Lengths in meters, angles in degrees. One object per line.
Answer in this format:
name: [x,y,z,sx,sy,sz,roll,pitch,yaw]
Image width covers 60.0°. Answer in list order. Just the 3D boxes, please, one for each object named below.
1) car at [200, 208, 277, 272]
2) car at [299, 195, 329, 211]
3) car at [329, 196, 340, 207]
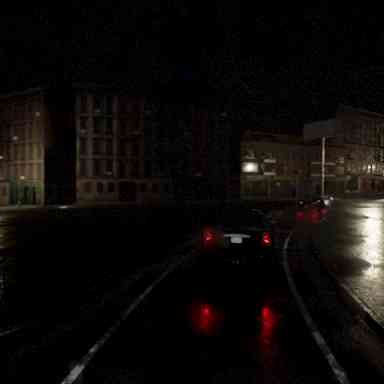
car: [1.701,1.318,11.075,2.097,1.767,4.553,1,0,13]
car: [12.401,1.146,34.256,1.812,1.442,4.674,1,2,33]
car: [15.937,1.057,39.444,1.895,1.301,4.718,1,2,40]
